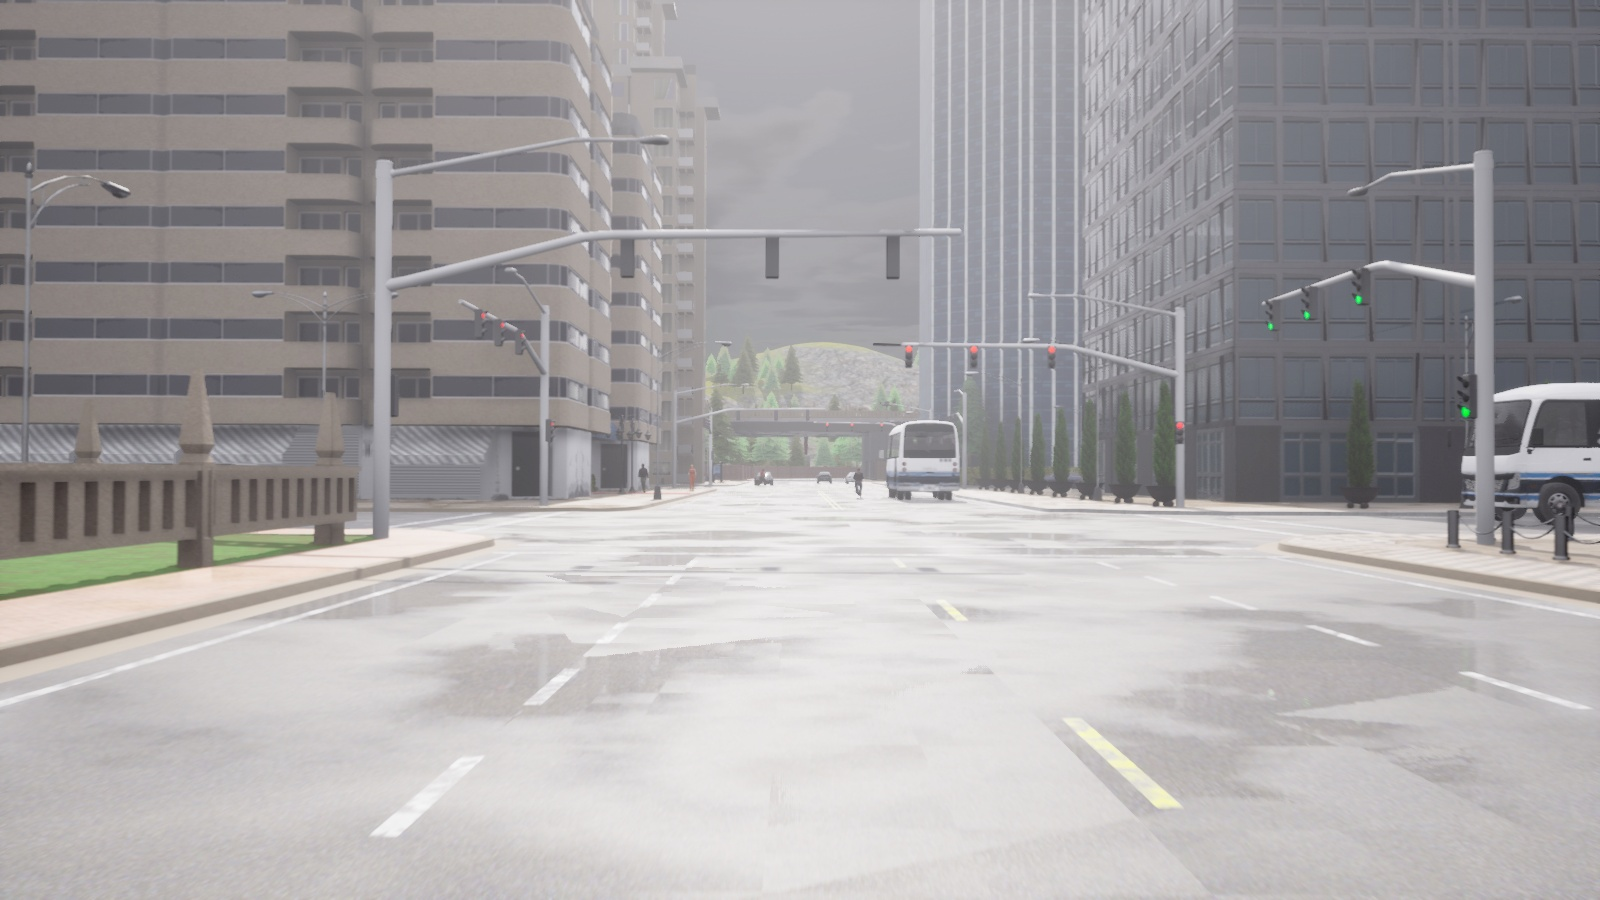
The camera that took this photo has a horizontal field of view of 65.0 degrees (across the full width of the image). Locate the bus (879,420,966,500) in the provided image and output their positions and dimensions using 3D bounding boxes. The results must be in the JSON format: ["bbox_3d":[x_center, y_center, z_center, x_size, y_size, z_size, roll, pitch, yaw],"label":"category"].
[{"bbox_3d":[6.823,0.611,71.722,3.944,4.253,10.273,0,-1,0],"label":"bus"}]

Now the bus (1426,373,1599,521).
[{"bbox_3d":[25.134,-0.081,38.079,10.273,4.253,3.944,0,-1,0],"label":"bus"}]

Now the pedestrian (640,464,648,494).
[{"bbox_3d":[-9.619,1.776,77.576,0.431,1.840,0.703,0,-1,0],"label":"pedestrian"}]
